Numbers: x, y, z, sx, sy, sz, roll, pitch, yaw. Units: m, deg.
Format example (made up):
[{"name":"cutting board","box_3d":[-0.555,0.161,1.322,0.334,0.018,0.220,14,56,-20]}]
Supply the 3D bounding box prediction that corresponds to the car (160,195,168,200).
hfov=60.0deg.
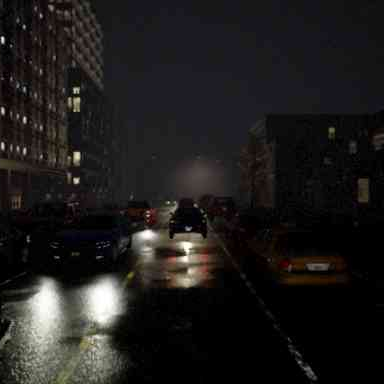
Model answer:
[{"name":"car","box_3d":[-7.309,1.414,86.138,1.752,1.417,4.829,0,0,-1]}]

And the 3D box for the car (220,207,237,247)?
[{"name":"car","box_3d":[2.439,1.541,14.498,1.802,1.307,4.206,0,0,-1]}]

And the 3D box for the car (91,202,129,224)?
[{"name":"car","box_3d":[-6.151,1.514,25.412,1.887,1.381,4.507,0,0,-1]}]

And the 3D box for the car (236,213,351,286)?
[{"name":"car","box_3d":[2.541,1.496,9.131,1.752,1.417,4.829,0,0,-1]}]

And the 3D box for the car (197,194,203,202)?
[{"name":"car","box_3d":[1.911,1.226,42.178,2.192,1.841,5.009,0,0,-1]}]

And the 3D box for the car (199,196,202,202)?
[{"name":"car","box_3d":[2.013,1.445,36.812,1.752,1.417,4.829,0,0,-1]}]

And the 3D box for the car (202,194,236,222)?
[{"name":"car","box_3d":[2.228,1.253,25.569,2.192,1.841,5.009,0,0,-1]}]

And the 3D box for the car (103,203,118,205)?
[{"name":"car","box_3d":[-6.045,1.531,19.876,2.008,1.369,4.403,0,0,-1]}]

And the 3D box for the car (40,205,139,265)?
[{"name":"car","box_3d":[-3.309,1.464,11.830,1.882,1.535,5.008,0,0,-1]}]

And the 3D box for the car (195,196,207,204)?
[{"name":"car","box_3d":[1.594,1.453,58.785,1.947,1.339,4.313,0,0,-1]}]

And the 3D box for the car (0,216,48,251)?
[{"name":"car","box_3d":[-5.834,1.553,8.804,2.008,1.369,4.403,0,0,-1]}]

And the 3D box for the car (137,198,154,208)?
[{"name":"car","box_3d":[-6.573,1.500,47.556,1.947,1.339,4.313,0,0,-1]}]

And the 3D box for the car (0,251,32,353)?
[{"name":"car","box_3d":[-3.113,1.555,1.816,2.033,1.411,5.357,0,0,-1]}]

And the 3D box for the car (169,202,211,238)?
[{"name":"car","box_3d":[-0.213,1.489,17.438,1.812,1.442,4.674,0,0,-1]}]

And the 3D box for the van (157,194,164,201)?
[{"name":"van","box_3d":[-7.101,1.240,75.236,1.690,1.788,3.998,0,0,-1]}]

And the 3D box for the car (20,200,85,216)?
[{"name":"car","box_3d":[-5.940,1.306,14.340,2.192,1.841,5.009,0,0,-1]}]

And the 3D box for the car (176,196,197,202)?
[{"name":"car","box_3d":[-0.651,1.402,39.831,1.882,1.535,5.008,0,0,-1]}]

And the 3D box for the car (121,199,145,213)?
[{"name":"car","box_3d":[-6.359,1.477,36.314,1.752,1.417,4.829,0,0,-1]}]

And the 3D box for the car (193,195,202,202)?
[{"name":"car","box_3d":[1.278,1.449,75.394,1.802,1.307,4.206,0,0,-1]}]

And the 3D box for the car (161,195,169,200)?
[{"name":"car","box_3d":[-7.417,1.466,91.844,1.802,1.307,4.206,0,0,-1]}]

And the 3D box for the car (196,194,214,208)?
[{"name":"car","box_3d":[1.806,1.218,47.713,2.192,1.841,5.009,0,0,-1]}]

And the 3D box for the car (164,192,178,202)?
[{"name":"car","box_3d":[-4.378,1.067,73.346,2.150,2.045,5.566,0,0,-1]}]

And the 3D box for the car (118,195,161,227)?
[{"name":"car","box_3d":[-3.488,1.318,22.040,2.097,1.767,4.553,0,0,-1]}]
